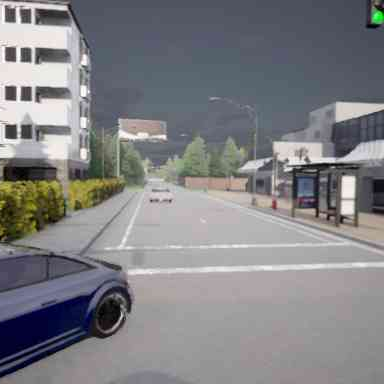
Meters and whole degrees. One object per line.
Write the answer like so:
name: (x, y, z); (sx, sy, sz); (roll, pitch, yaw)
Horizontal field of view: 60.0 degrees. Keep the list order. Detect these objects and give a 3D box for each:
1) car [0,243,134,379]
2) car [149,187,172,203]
car: (-2.718, 1.411, 4.141); (1.994, 1.385, 4.181); (2, 2, 35)
car: (-2.792, 0.233, 29.197); (1.895, 1.301, 4.718); (0, 2, -7)
